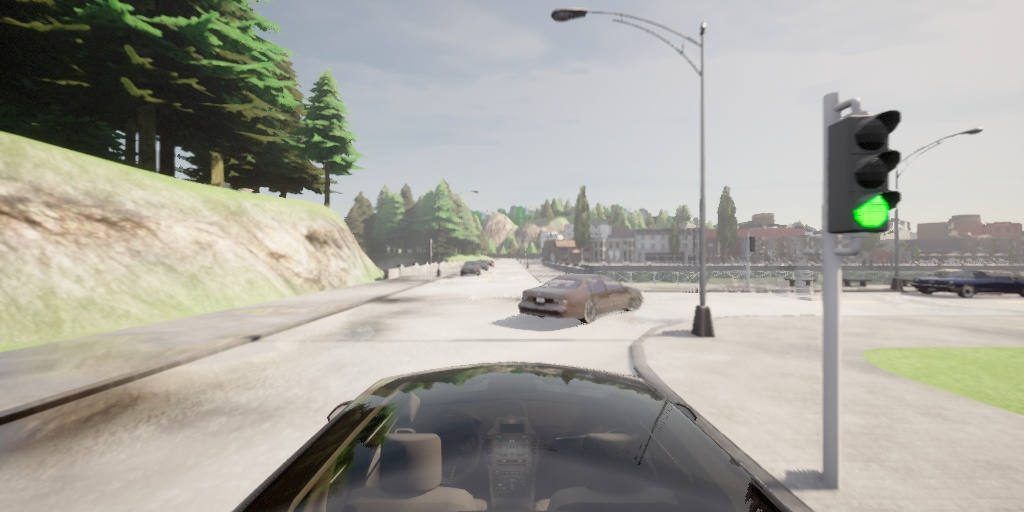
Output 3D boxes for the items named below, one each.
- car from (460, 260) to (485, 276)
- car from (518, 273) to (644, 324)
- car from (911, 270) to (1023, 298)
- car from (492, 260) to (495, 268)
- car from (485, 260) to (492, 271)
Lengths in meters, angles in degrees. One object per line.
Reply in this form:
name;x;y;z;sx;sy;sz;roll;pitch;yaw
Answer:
car;-4.085;1.234;36.284;1.837;1.490;4.892;0;0;0
car;2.522;1.291;12.002;2.033;1.411;5.357;0;0;43
car;22.855;1.342;17.651;4.718;1.301;1.895;0;0;0
car;-4.020;1.314;61.320;1.895;1.301;4.718;0;0;1
car;-4.071;1.227;47.493;1.837;1.490;4.892;0;0;0
